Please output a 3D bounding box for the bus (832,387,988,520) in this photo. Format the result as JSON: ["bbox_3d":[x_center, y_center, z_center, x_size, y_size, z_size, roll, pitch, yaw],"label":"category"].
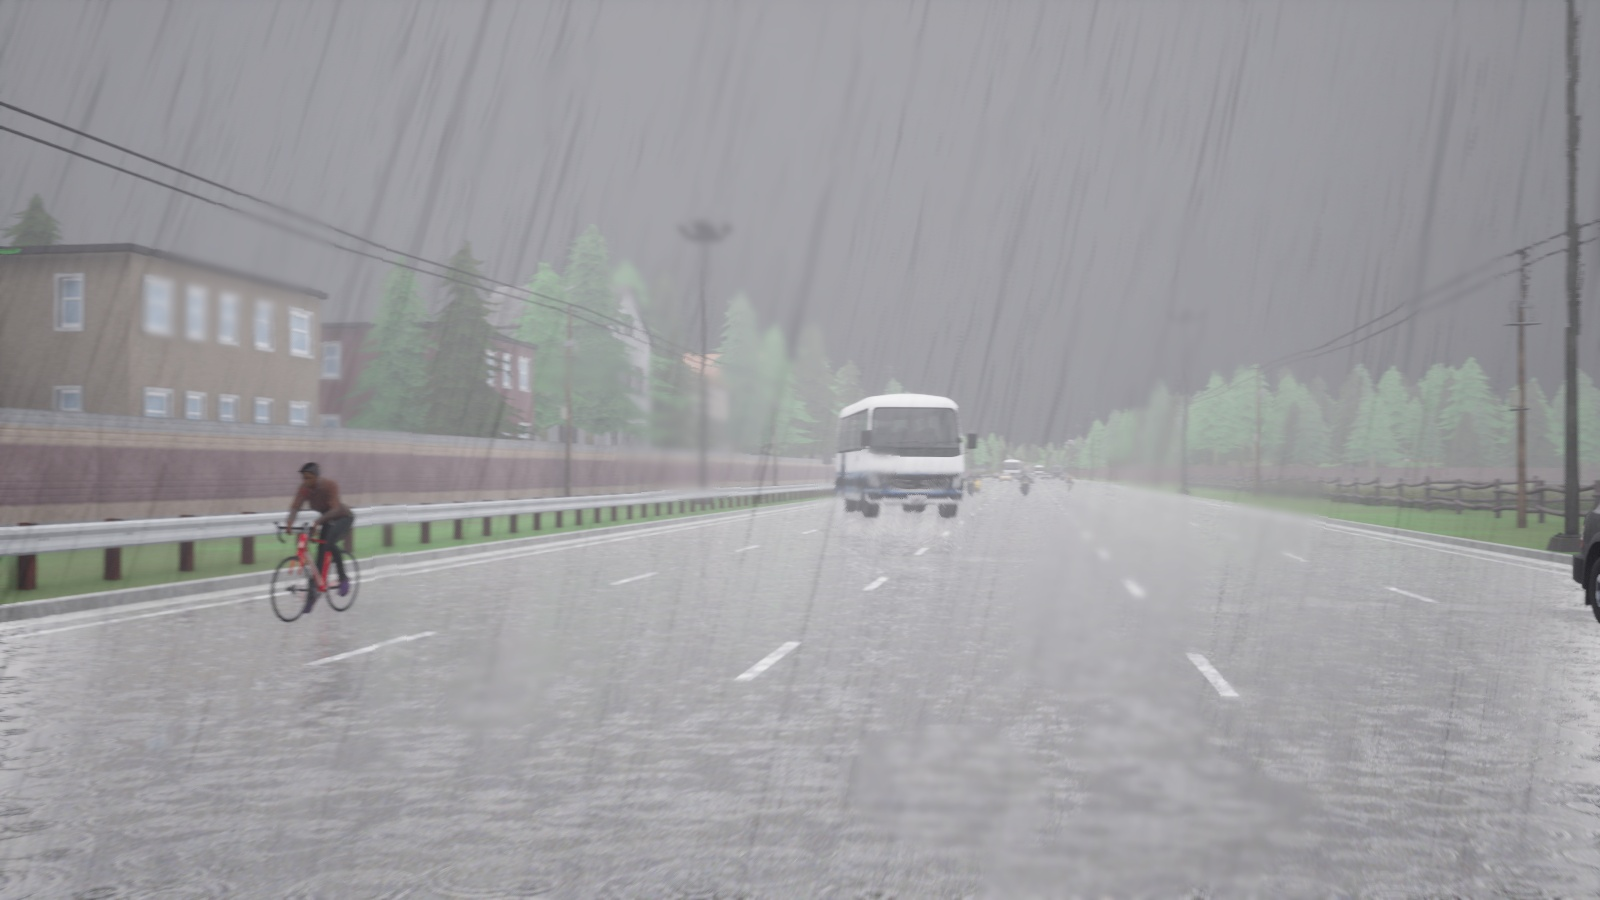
[{"bbox_3d":[3.672,0.194,45.302,3.944,4.253,10.273,0,-1,-4],"label":"bus"}]

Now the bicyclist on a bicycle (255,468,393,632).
[{"bbox_3d":[-4.997,0.999,13.295,0.582,1.620,1.656,0,-1,11],"label":"bicyclist on a bicycle"}]

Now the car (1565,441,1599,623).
[{"bbox_3d":[8.860,0.807,11.232,1.932,1.855,4.605,0,-1,11],"label":"car"}]
